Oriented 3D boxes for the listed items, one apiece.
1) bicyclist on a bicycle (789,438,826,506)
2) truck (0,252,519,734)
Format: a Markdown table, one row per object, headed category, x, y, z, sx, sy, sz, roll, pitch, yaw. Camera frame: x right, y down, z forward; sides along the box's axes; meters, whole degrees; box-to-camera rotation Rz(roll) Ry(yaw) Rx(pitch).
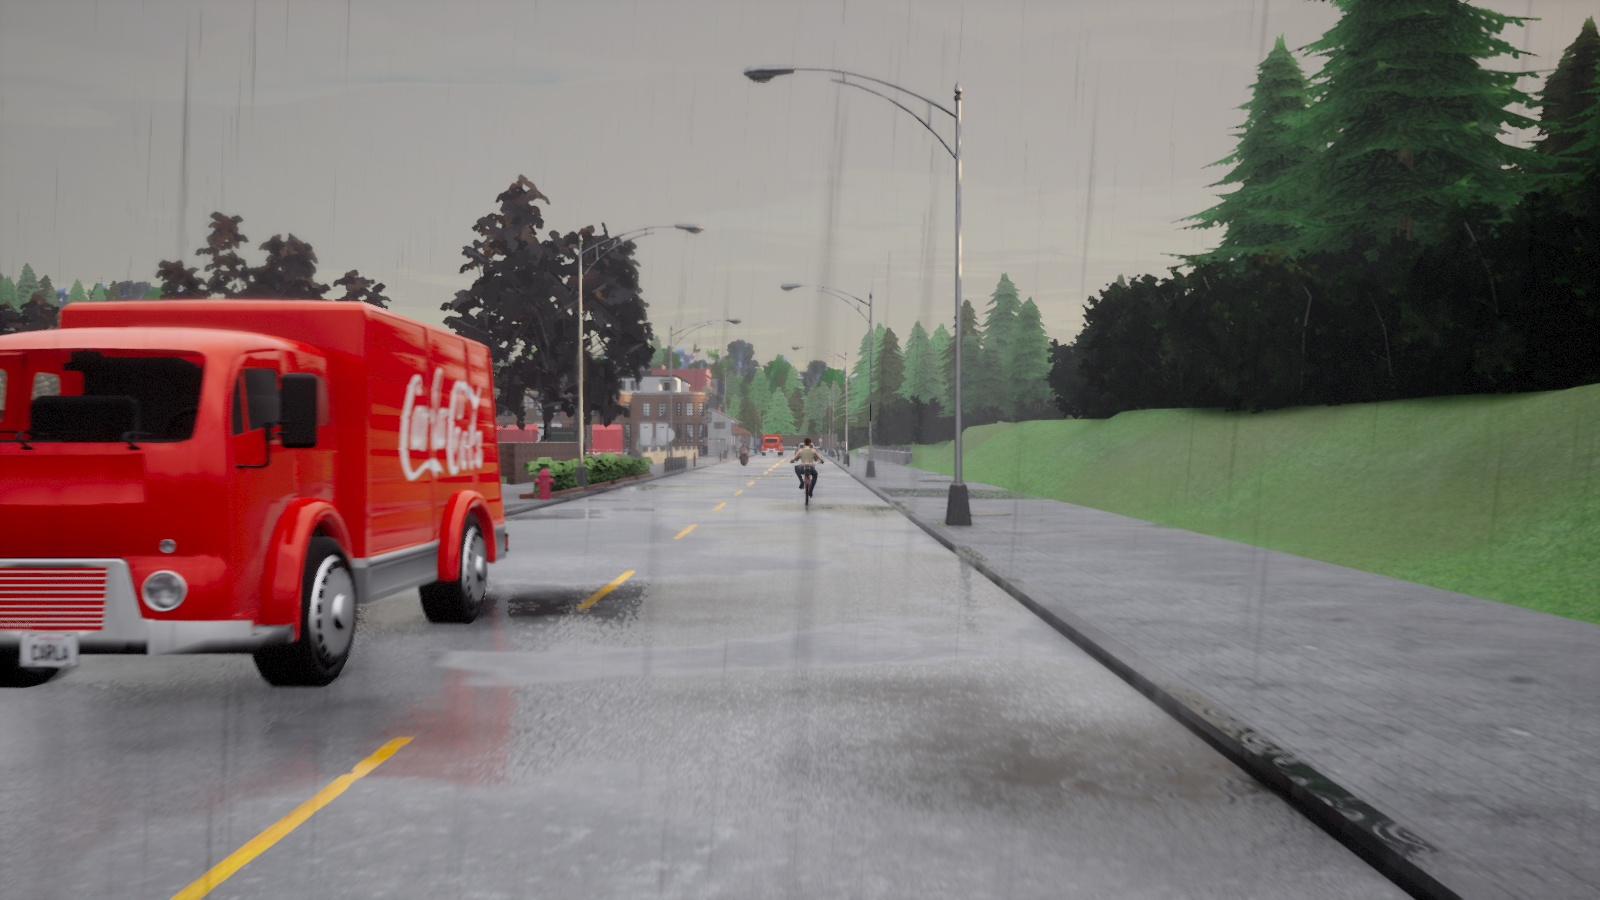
| category | x | y | z | sx | sy | sz | roll | pitch | yaw |
| --- | --- | --- | --- | --- | --- | --- | --- | --- | --- |
| bicyclist on a bicycle | 0.175 | 0.511 | 30.517 | 0.866 | 1.612 | 1.509 | 0 | 0 | 0 |
| truck | -3.933 | 0.206 | 9.033 | 2.627 | 2.467 | 5.204 | 0 | 0 | 0 |
